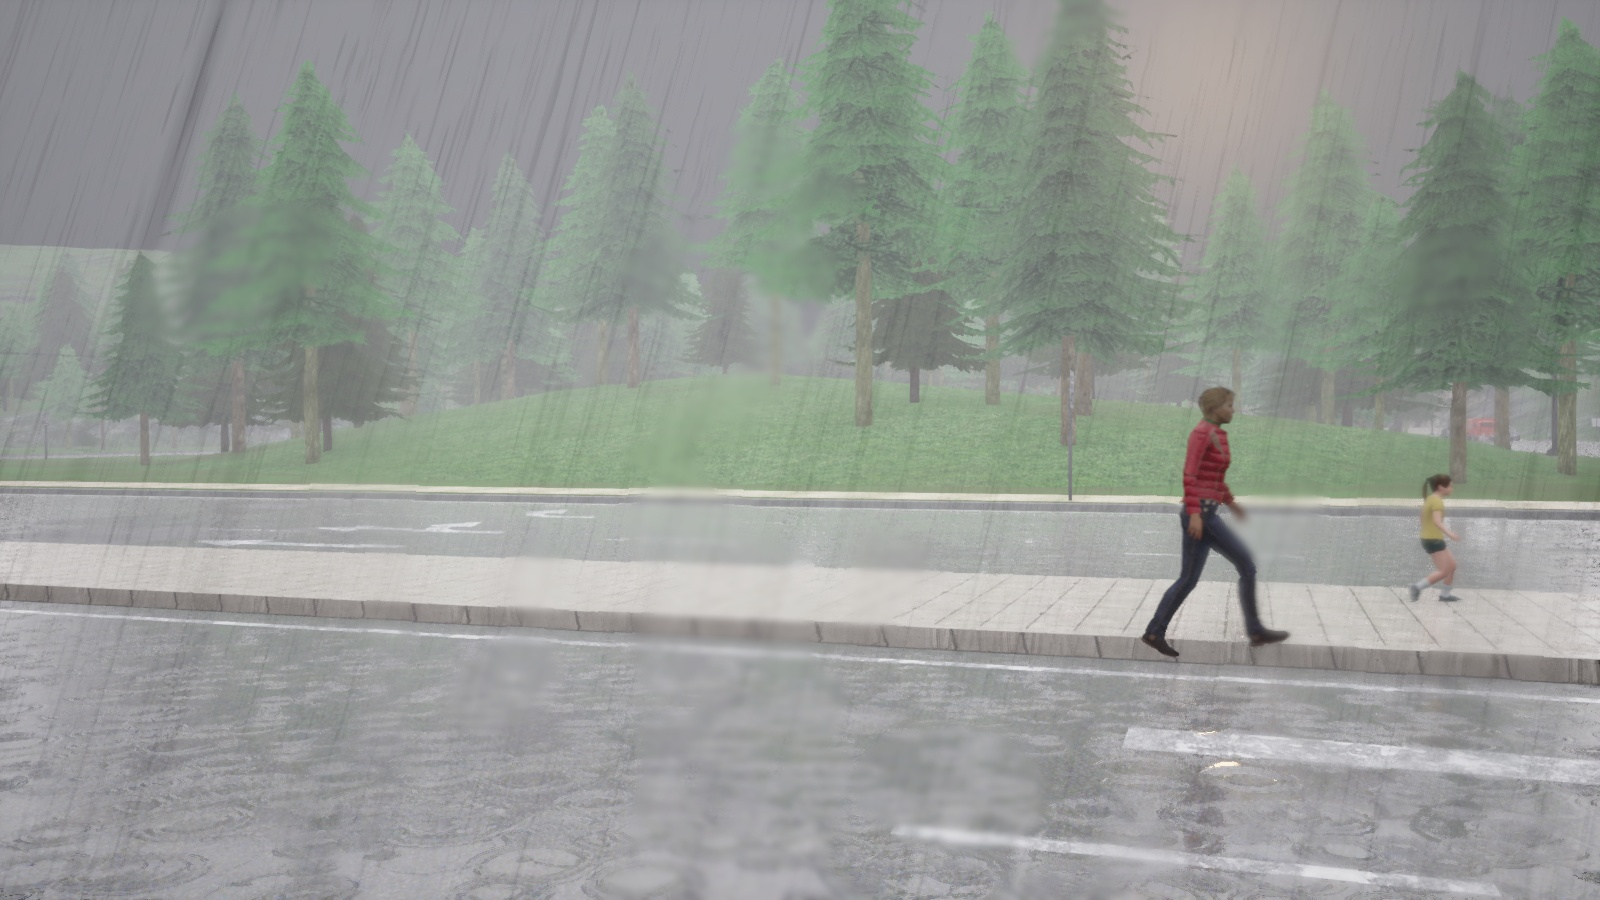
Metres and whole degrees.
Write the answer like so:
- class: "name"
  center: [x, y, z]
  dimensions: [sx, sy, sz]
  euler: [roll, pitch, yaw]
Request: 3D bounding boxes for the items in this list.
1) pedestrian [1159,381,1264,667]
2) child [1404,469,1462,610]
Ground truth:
- class: "pedestrian"
  center: [2.734, 0.473, 8.354]
  dimensions: [0.636, 1.846, 0.331]
  euler: [1, 1, 19]
- class: "child"
  center: [5.134, 0.720, 10.194]
  dimensions: [0.394, 1.110, 0.255]
  euler: [1, 1, 22]
